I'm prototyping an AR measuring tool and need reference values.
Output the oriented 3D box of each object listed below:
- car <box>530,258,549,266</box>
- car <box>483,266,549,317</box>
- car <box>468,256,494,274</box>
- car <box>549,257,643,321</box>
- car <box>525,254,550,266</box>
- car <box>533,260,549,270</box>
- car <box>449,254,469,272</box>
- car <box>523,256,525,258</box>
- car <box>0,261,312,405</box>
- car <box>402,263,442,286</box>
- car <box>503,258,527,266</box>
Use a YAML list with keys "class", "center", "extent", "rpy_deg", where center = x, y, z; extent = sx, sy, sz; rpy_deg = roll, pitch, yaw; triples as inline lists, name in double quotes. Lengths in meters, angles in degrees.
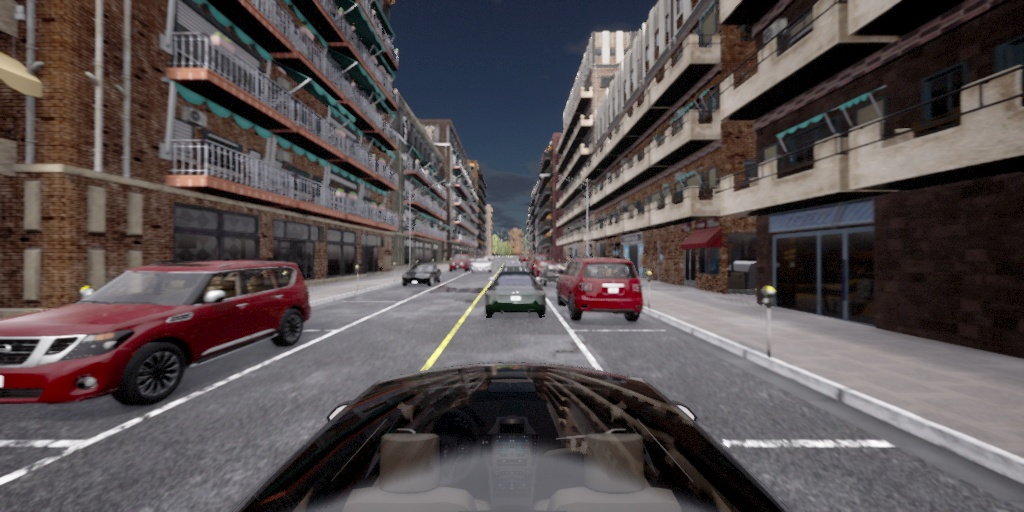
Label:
- class: "car"
  center: [2.692, 1.073, 28.665]
  extent: [1.888, 1.381, 4.507]
  rpy_deg: [0, 0, 0]
- class: "car"
  center: [0.102, 1.223, 12.767]
  extent: [1.994, 1.385, 4.181]
  rpy_deg: [0, 1, 0]
- class: "car"
  center: [-3.004, 0.991, 36.540]
  extent: [1.812, 1.442, 4.674]
  rpy_deg: [0, 0, 0]
- class: "car"
  center: [2.691, 0.980, 11.962]
  extent: [2.192, 1.841, 5.009]
  rpy_deg: [0, 0, 0]
- class: "car"
  center: [2.691, 0.798, 34.232]
  extent: [2.192, 1.841, 5.009]
  rpy_deg: [0, 0, 0]
- class: "car"
  center: [2.692, 1.124, 23.097]
  extent: [2.007, 1.370, 4.403]
  rpy_deg: [0, 0, 0]
- class: "car"
  center: [-5.689, 0.752, 39.834]
  extent: [2.192, 1.841, 5.009]
  rpy_deg: [0, 0, 0]
- class: "car"
  center: [2.692, 0.959, 45.368]
  extent: [1.948, 1.339, 4.313]
  rpy_deg: [0, 0, 0]
- class: "car"
  center: [-5.690, 1.025, 6.428]
  extent: [2.192, 1.841, 5.009]
  rpy_deg: [0, 0, 0]
- class: "car"
  center: [-5.689, 1.139, 23.132]
  extent: [1.948, 1.339, 4.313]
  rpy_deg: [0, 0, 0]
- class: "car"
  center: [0.102, 1.104, 31.716]
  extent: [1.895, 1.301, 4.718]
  rpy_deg: [0, 0, 0]
